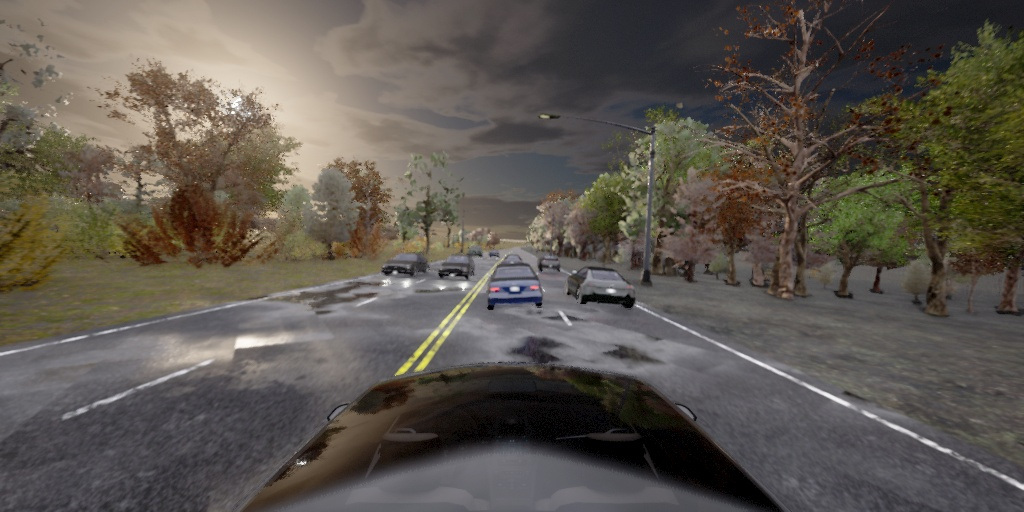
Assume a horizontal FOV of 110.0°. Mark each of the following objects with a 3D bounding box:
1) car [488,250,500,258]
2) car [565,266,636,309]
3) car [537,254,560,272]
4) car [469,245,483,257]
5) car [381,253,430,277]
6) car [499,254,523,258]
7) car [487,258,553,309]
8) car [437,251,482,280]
[{"bbox_3d":[-3.151,-0.389,63.526,2.033,1.411,5.357,3,1,1],"label":"car"},{"bbox_3d":[3.381,1.113,14.279,1.994,1.385,4.181,4,1,-1],"label":"car"},{"bbox_3d":[3.359,0.571,33.389,2.128,1.511,4.902,3,2,0],"label":"car"},{"bbox_3d":[-6.381,-0.857,63.480,2.150,2.045,5.566,3,1,1],"label":"car"},{"bbox_3d":[-6.611,0.492,22.972,2.033,1.411,5.357,3,1,0],"label":"car"},{"bbox_3d":[0.095,0.527,33.889,1.994,1.385,4.181,3,1,0],"label":"car"},{"bbox_3d":[0.063,0.970,13.125,2.033,1.411,5.357,-3,1,0],"label":"car"},{"bbox_3d":[-3.364,0.636,22.952,2.033,1.411,5.357,3,1,0],"label":"car"}]
